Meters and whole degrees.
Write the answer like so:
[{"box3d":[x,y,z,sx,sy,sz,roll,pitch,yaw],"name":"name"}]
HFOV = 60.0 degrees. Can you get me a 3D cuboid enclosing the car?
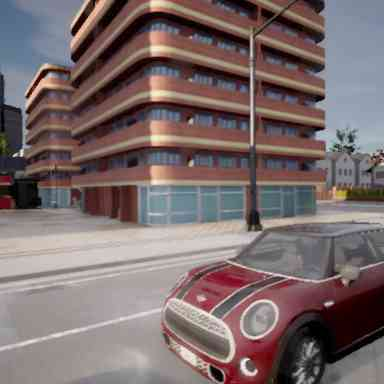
[{"box3d":[1.784,1.314,5.223,4.553,1.767,2.097,-1,0,-35],"name":"car"}]
